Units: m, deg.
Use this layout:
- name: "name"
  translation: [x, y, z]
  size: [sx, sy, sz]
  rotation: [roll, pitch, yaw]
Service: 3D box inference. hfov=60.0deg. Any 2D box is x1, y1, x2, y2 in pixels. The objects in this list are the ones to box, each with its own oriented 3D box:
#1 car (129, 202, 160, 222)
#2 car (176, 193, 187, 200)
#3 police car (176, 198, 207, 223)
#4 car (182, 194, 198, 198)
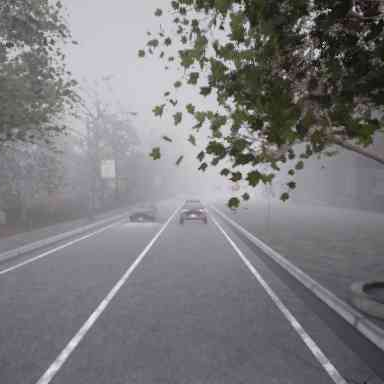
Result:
- name: "car"
  translation: [-3.605, 1.495, 26.041]
  size: [2.033, 1.411, 5.357]
  rotation: [0, 0, 0]
- name: "car"
  translation: [-1.853, 1.057, 68.385]
  size: [2.097, 1.767, 4.553]
  rotation: [1, 1, 8]
- name: "police car"
  translation: [0.093, 1.455, 25.181]
  size: [2.038, 1.542, 4.974]
  rotation: [0, 0, 0]
- name: "car"
  translation: [0.088, 1.362, 43.256]
  size: [1.882, 1.535, 5.008]
  rotation: [-1, -1, 0]
